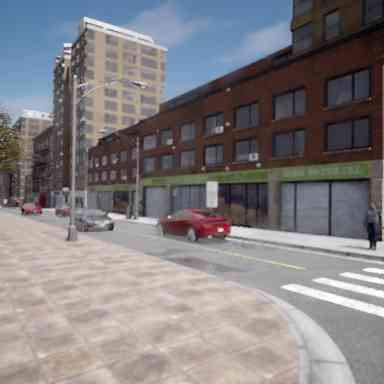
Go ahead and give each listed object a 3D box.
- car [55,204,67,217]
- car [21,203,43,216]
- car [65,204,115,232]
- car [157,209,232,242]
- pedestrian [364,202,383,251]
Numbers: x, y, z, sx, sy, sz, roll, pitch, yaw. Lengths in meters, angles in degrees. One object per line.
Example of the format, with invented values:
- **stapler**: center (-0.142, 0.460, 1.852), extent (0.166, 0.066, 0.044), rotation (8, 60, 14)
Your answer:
- **car**: center (-14.405, 2.129, 38.311), extent (1.812, 1.442, 4.674), rotation (1, -2, -35)
- **car**: center (-19.845, 2.138, 41.167), extent (1.882, 1.535, 5.008), rotation (1, -2, -34)
- **car**: center (-6.665, 1.767, 21.885), extent (1.812, 1.442, 4.674), rotation (1, -2, -35)
- **car**: center (-0.052, 1.656, 17.486), extent (1.882, 1.535, 5.008), rotation (1, -1, -35)
- **pedestrian**: center (6.845, 1.264, 12.616), extent (0.375, 1.860, 0.375), rotation (0, 0, -35)
